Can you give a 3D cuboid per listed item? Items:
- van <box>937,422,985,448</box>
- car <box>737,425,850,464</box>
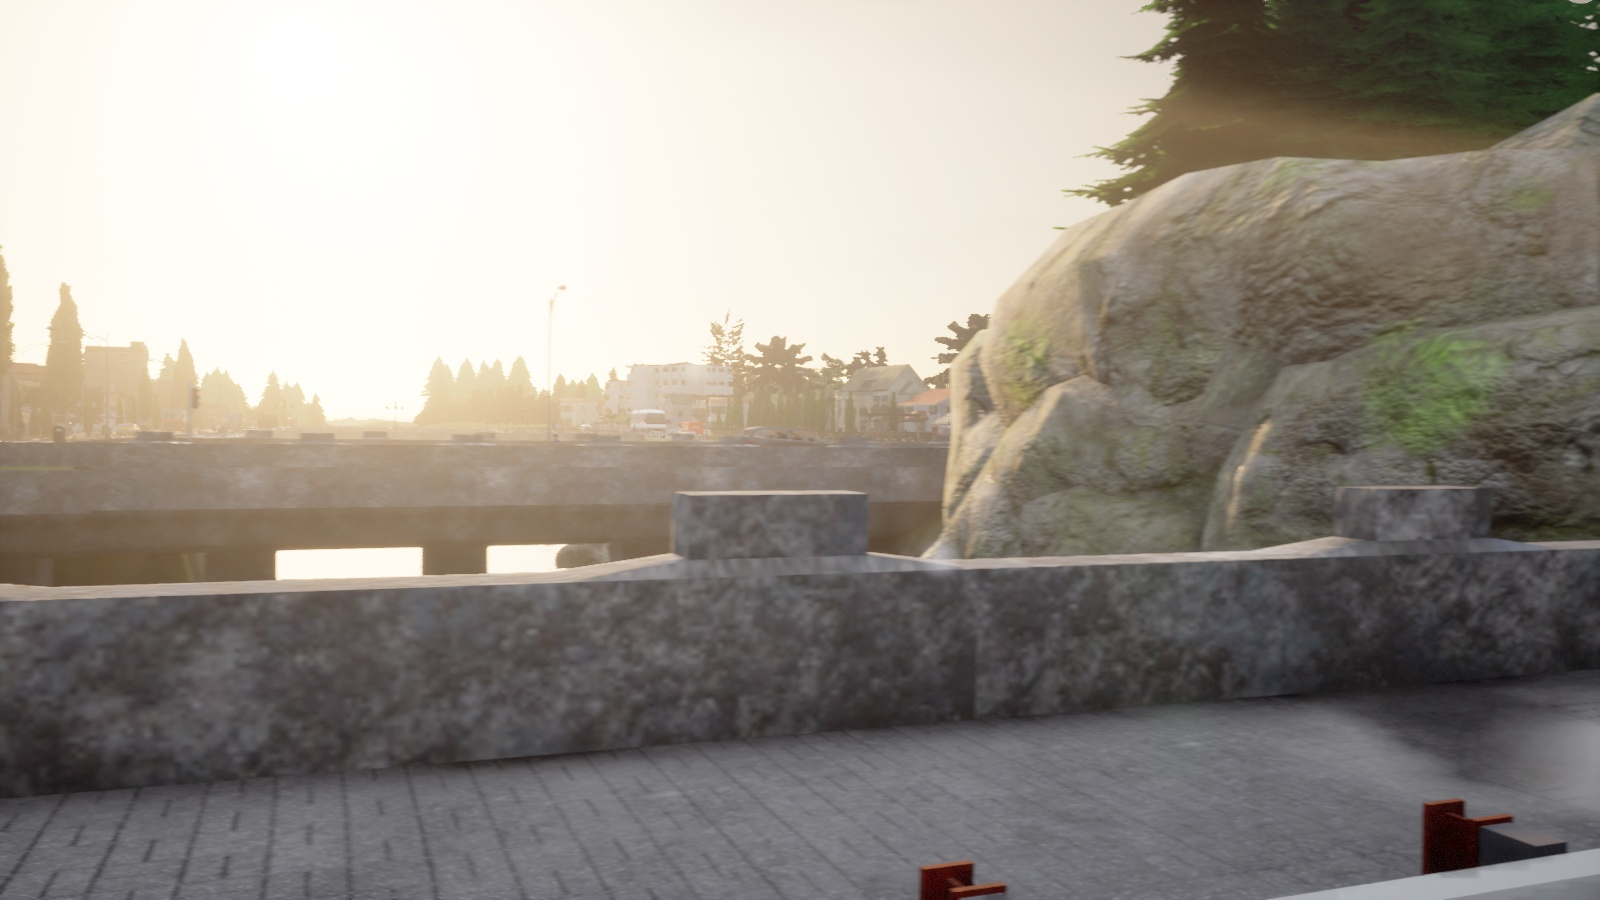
[{"bbox_3d":[12.337,-1.157,96.586,1.775,1.987,4.442,-1,1,-21],"label":"van"},{"bbox_3d":[-0.303,-0.276,56.601,4.611,1.667,2.242,-1,1,-21],"label":"car"}]
